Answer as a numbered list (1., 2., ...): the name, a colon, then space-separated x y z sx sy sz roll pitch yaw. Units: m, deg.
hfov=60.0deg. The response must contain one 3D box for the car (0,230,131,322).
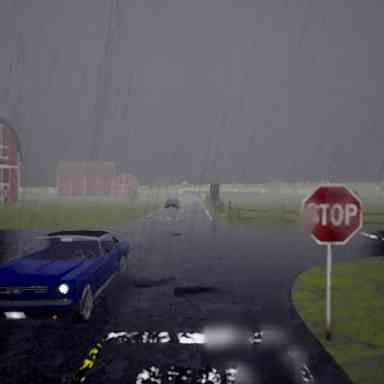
1. car: -2.703 1.580 7.315 1.895 1.301 4.718 0 0 0

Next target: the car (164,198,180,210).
1. car: -2.468 1.452 42.539 2.033 1.411 5.357 0 0 0
